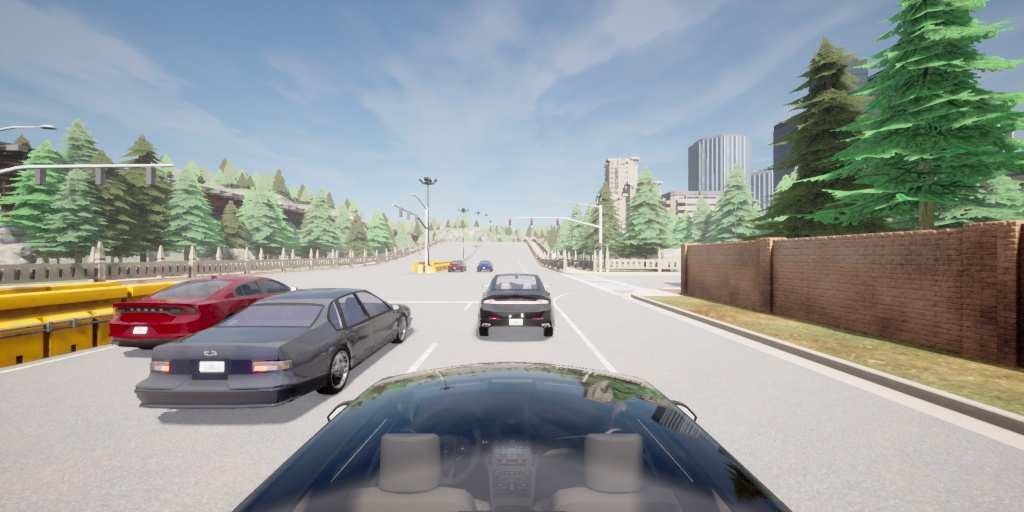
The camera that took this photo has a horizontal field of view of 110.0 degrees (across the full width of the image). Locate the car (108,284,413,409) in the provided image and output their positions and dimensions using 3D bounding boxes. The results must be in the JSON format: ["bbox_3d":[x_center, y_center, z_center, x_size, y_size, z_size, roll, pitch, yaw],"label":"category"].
[{"bbox_3d":[-3.397,1.297,6.565,2.033,1.411,5.357,0,0,0],"label":"car"}]

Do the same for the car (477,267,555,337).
[{"bbox_3d":[0.132,1.242,10.310,2.128,1.511,4.902,0,0,1],"label":"car"}]

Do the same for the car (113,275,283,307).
[{"bbox_3d":[-6.897,1.228,9.129,1.882,1.535,5.008,0,0,0],"label":"car"}]

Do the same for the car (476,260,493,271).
[{"bbox_3d":[-3.384,1.276,45.717,1.812,1.442,4.674,0,0,0],"label":"car"}]

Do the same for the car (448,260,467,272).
[{"bbox_3d":[-6.879,1.276,45.321,1.812,1.442,4.674,0,0,0],"label":"car"}]
